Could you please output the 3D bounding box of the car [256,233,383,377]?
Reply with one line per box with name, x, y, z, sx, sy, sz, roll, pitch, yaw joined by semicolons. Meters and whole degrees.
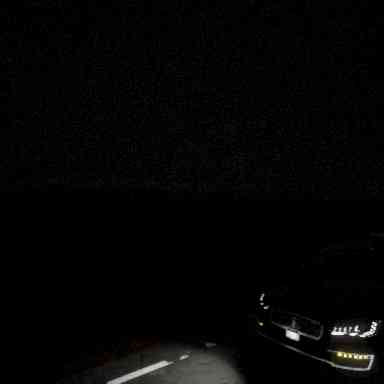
car;3.132;1.505;5.558;4.892;1.490;1.837;0;-1;-38
